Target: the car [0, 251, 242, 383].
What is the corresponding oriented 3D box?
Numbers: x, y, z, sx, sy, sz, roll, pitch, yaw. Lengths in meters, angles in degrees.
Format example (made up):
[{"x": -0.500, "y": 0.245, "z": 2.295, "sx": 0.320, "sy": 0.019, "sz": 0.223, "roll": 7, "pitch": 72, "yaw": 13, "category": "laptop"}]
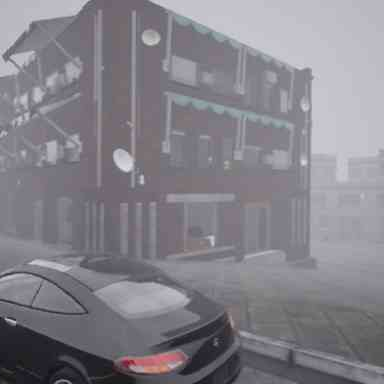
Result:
[{"x": -1.629, "y": 1.534, "z": 4.378, "sx": 4.674, "sy": 1.452, "sz": 2.002, "roll": 0, "pitch": 0, "yaw": 35, "category": "car"}]
